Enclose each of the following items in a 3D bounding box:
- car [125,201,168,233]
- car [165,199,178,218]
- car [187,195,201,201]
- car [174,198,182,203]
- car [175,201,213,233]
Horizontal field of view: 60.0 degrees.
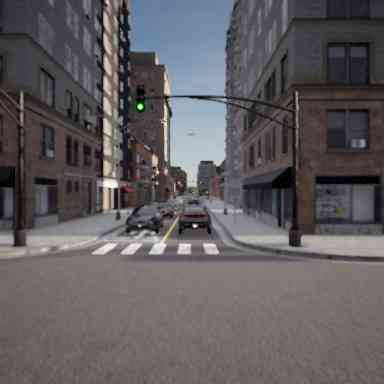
[{"bbox_3d":[-2.742,1.537,20.004,1.837,1.490,4.892,0,0,0],"label":"car"},{"bbox_3d":[-2.652,1.616,30.089,1.994,1.385,4.181,0,0,0],"label":"car"},{"bbox_3d":[0.320,1.612,51.427,1.837,1.490,4.892,0,0,1],"label":"car"},{"bbox_3d":[-2.556,1.582,40.500,1.837,1.490,4.892,0,0,1],"label":"car"},{"bbox_3d":[0.174,1.536,20.003,1.837,1.490,4.892,0,0,0],"label":"car"}]
